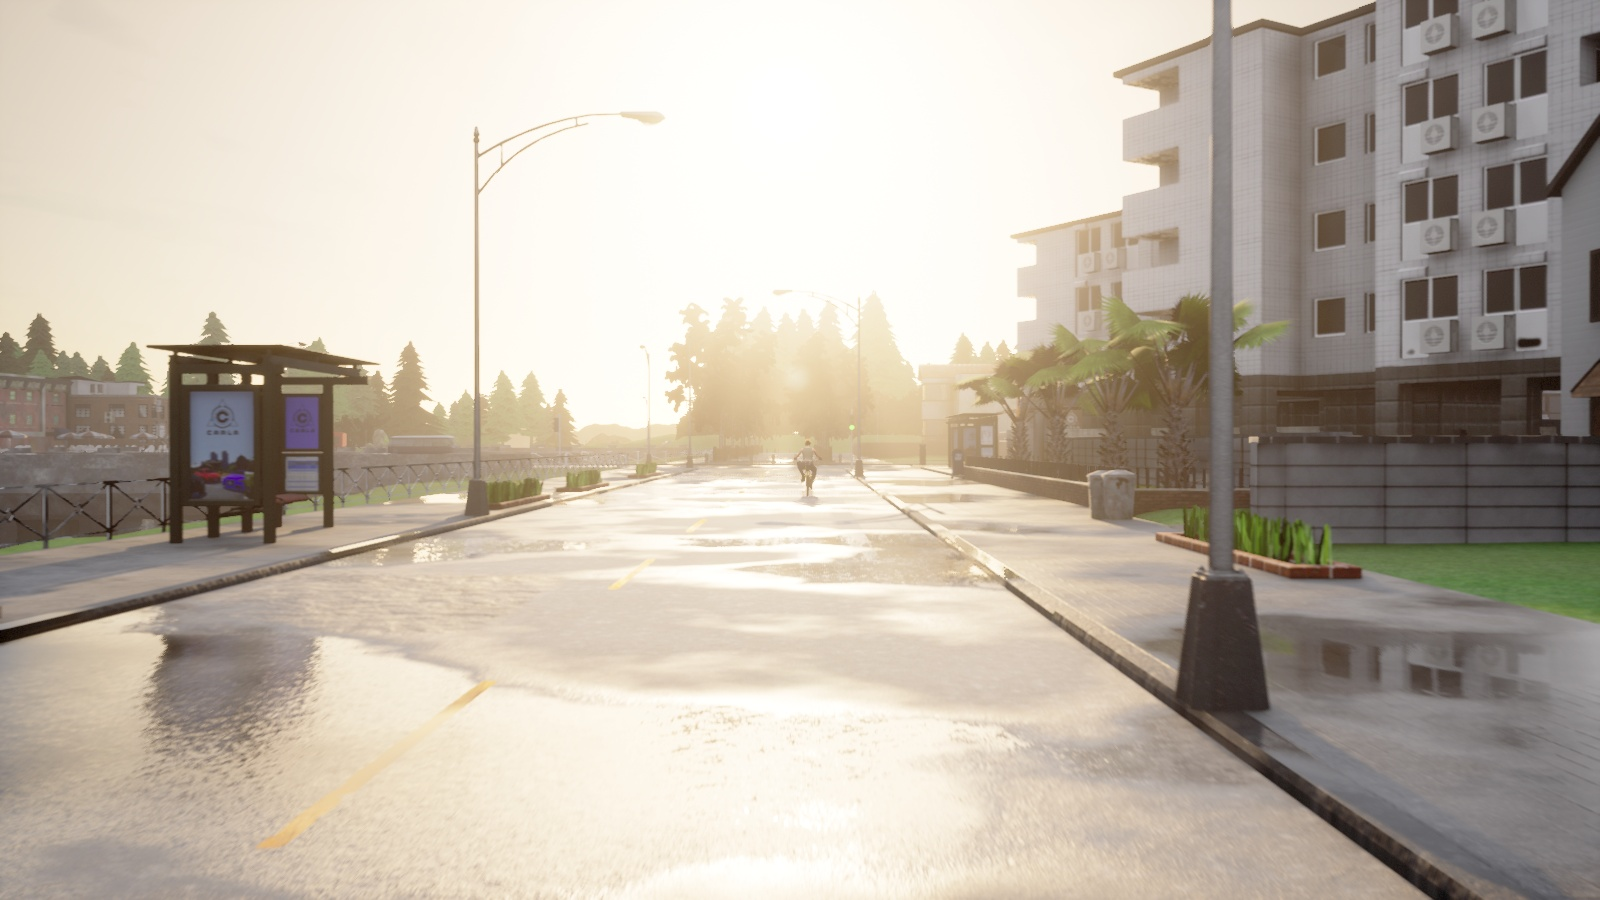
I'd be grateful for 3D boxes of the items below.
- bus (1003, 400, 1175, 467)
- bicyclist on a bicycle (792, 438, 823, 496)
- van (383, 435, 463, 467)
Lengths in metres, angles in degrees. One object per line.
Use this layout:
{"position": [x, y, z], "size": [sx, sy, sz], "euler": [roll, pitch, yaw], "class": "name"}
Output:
{"position": [18.707, -1.076, 81.788], "size": [10.273, 4.253, 3.944], "euler": [0, 0, 0], "class": "bus"}
{"position": [0.221, 0.482, 35.723], "size": [0.866, 1.612, 1.509], "euler": [0, 0, 0], "class": "bicyclist on a bicycle"}
{"position": [-23.444, 0.039, 78.245], "size": [4.442, 1.987, 1.775], "euler": [0, 0, 0], "class": "van"}
